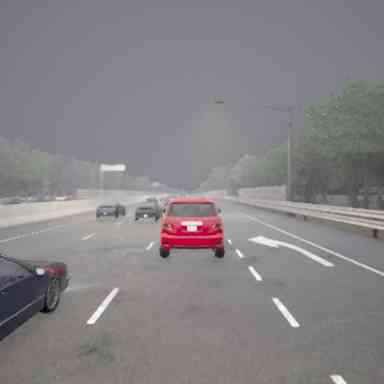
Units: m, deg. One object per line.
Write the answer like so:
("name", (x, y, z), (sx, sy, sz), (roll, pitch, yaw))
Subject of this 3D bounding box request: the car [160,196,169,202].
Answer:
("car", (-7.038, 1.737, 86.250), (1.994, 1.385, 4.181), (0, 0, 0))

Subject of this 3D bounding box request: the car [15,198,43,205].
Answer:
("car", (-21.080, 1.589, 44.382), (1.837, 1.490, 4.892), (0, 0, 0))

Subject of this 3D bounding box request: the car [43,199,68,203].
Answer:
("car", (-17.580, 1.685, 44.447), (1.895, 1.301, 4.718), (0, 0, 0))

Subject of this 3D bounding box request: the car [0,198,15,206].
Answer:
("car", (-24.578, 1.589, 44.373), (1.837, 1.490, 4.892), (0, 0, 0))

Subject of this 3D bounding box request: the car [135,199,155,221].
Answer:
("car", (-3.510, 1.553, 27.556), (1.837, 1.490, 4.892), (0, 0, 0))

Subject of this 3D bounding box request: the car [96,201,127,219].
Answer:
("car", (-7.008, 1.542, 29.283), (2.128, 1.511, 4.902), (0, 0, 0))

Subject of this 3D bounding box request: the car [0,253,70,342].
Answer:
("car", (-3.499, 1.554, 4.606), (2.033, 1.411, 5.357), (0, 0, 0))

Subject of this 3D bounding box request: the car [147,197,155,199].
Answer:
("car", (-7.026, 1.620, 58.164), (1.837, 1.490, 4.892), (0, 0, 0))

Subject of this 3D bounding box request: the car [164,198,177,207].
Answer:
("car", (-3.524, 1.706, 54.749), (1.895, 1.301, 4.718), (0, 0, 0))

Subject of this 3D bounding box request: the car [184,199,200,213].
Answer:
("car", (-0.016, 1.594, 38.568), (1.812, 1.442, 4.674), (0, 0, 0))

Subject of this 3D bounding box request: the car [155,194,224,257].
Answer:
("car", (-0.002, 1.241, 13.140), (2.150, 2.045, 5.566), (0, 0, 0))
